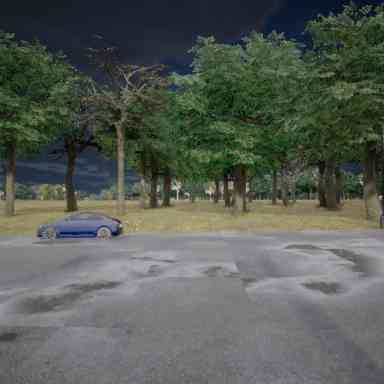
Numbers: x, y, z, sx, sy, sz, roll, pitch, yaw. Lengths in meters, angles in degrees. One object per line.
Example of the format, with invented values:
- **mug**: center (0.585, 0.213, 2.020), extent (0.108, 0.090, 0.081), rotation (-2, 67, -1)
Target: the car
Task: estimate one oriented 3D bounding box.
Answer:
- **car**: center (-5.607, 1.720, 16.999), extent (4.181, 1.385, 1.994), rotation (-1, -2, 2)
